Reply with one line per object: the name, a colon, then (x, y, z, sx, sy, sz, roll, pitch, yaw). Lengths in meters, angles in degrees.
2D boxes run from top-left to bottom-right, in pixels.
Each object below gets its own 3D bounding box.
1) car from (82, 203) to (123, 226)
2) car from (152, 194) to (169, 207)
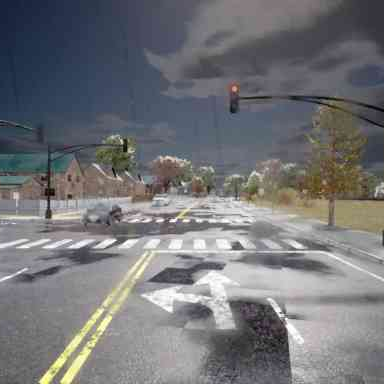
car: (-6.218, 1.523, 23.601, 2.128, 1.511, 4.902, 0, 0, 1)
car: (-5.012, 1.332, 53.311, 2.150, 2.045, 5.566, 0, 0, 3)
